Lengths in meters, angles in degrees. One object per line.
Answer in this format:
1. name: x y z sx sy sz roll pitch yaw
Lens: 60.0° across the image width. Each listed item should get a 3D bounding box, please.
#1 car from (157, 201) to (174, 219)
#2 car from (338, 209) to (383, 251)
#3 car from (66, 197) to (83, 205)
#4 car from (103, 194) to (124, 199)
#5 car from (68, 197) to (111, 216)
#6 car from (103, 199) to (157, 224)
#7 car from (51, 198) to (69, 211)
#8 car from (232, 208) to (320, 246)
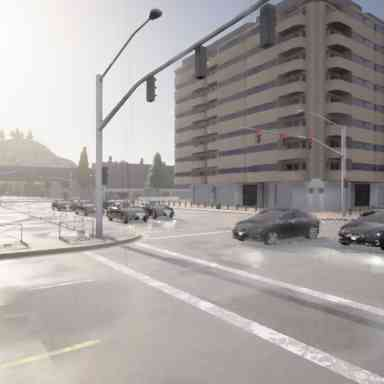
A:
1. car: -3.395 1.547 29.499 2.128 1.511 4.902 0 0 -35
2. car: 8.195 1.530 14.268 4.892 1.490 1.837 0 0 -36
3. car: -22.008 1.619 62.189 1.994 1.385 4.181 0 0 -35
4. car: -9.095 1.277 37.551 2.150 2.045 5.566 0 0 -35
5. car: -10.309 1.547 33.209 2.128 1.511 4.902 0 0 -35
6. car: -5.063 1.547 25.796 2.128 1.511 4.902 0 0 -35
7. car: -16.115 1.547 41.424 2.128 1.511 4.902 0 0 -35
8. car: 4.021 1.532 15.551 4.892 1.490 1.837 0 0 -36
